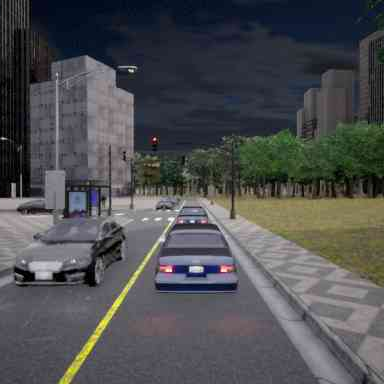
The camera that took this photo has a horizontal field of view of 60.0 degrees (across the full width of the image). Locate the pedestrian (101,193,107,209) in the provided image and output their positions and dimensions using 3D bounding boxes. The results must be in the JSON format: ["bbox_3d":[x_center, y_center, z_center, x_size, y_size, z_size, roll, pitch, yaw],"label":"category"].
[{"bbox_3d":[-10.122,1.051,38.143,0.375,1.860,0.375,0,0,1],"label":"pedestrian"}]

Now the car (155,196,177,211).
[{"bbox_3d":[-3.136,1.530,39.326,1.994,1.385,4.181,0,0,0],"label":"car"}]

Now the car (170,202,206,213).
[{"bbox_3d":[0.058,1.538,19.287,2.033,1.411,5.357,0,0,1],"label":"car"}]

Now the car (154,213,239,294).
[{"bbox_3d":[0.084,1.545,8.952,2.033,1.411,5.357,0,0,0],"label":"car"}]

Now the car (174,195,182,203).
[{"bbox_3d":[-3.146,1.433,55.492,2.128,1.511,4.902,0,0,0],"label":"car"}]

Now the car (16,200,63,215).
[{"bbox_3d":[-14.381,1.478,32.032,4.674,1.442,1.812,0,0,2],"label":"car"}]

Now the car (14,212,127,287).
[{"bbox_3d":[-3.109,1.489,9.429,2.128,1.511,4.902,0,0,0],"label":"car"}]

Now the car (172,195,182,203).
[{"bbox_3d":[-3.098,1.417,69.305,1.837,1.490,4.892,0,0,0],"label":"car"}]
